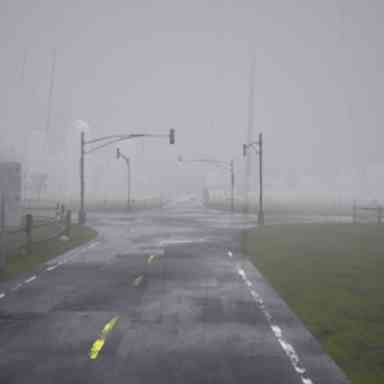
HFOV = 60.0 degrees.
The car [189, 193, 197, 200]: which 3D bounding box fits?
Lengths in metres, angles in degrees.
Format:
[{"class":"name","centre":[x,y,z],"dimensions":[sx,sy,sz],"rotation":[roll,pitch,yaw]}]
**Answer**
[{"class":"car","centre":[0.332,1.129,91.094],"dimensions":[2.097,1.767,4.553],"rotation":[0,0,0]}]

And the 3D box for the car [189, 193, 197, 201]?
[{"class":"car","centre":[0.277,1.458,80.700],"dimensions":[2.128,1.511,4.902],"rotation":[0,0,0]}]
